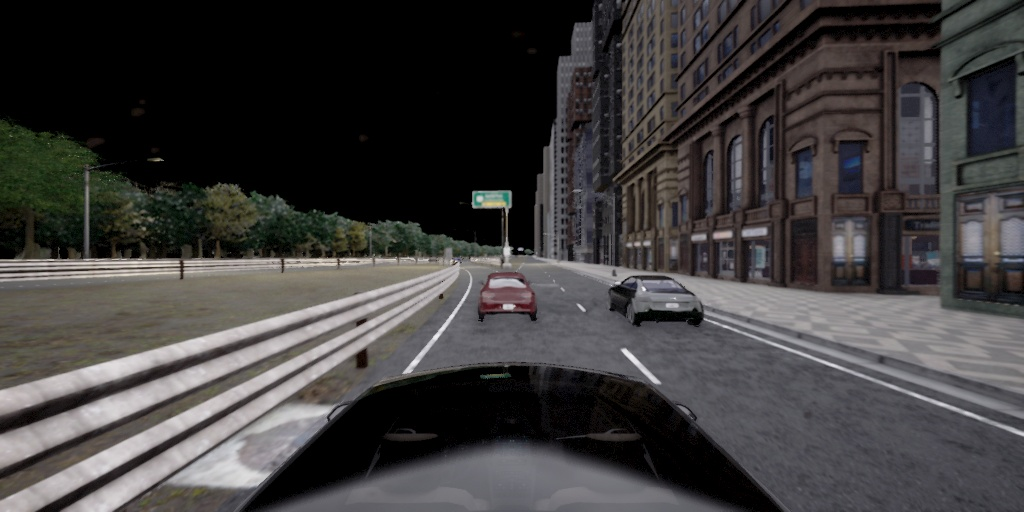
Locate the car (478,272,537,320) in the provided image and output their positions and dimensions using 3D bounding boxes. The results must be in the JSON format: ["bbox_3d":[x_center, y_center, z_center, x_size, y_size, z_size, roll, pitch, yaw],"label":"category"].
[{"bbox_3d":[-0.206,1.265,12.446,1.812,1.442,4.674,0,0,-2],"label":"car"}]

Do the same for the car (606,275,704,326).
[{"bbox_3d":[4.410,1.303,11.653,1.994,1.385,4.181,0,0,3],"label":"car"}]
